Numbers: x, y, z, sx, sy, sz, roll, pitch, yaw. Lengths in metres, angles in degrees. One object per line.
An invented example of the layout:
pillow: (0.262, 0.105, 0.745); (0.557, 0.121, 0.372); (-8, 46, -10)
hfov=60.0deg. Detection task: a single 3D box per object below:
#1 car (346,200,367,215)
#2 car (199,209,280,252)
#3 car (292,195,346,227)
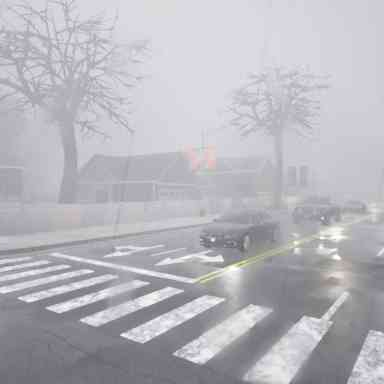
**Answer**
car: (16.700, 1.537, 34.181); (2.033, 1.411, 5.357); (0, 0, 36)
car: (2.180, 1.508, 14.137); (1.837, 1.490, 4.892); (0, 0, 36)
car: (8.943, 1.225, 23.492); (2.150, 2.045, 5.566); (0, 0, 36)
